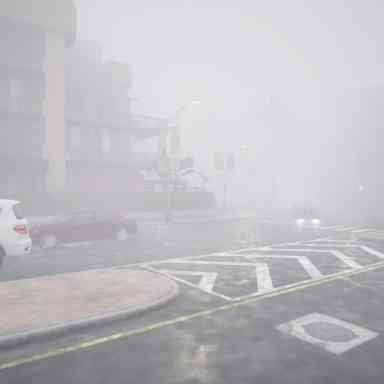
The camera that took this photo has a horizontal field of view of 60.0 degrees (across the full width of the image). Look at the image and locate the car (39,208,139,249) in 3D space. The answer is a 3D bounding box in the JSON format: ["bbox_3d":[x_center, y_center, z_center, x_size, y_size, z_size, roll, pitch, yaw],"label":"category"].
[{"bbox_3d":[-4.827,1.477,14.657,5.008,1.535,1.882,0,0,-35],"label":"car"}]

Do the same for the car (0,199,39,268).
[{"bbox_3d":[-7.267,1.221,8.642,5.566,2.045,2.150,0,0,-35],"label":"car"}]

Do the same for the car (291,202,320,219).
[{"bbox_3d":[9.792,1.564,28.932,1.994,1.385,4.181,0,0,12],"label":"car"}]
